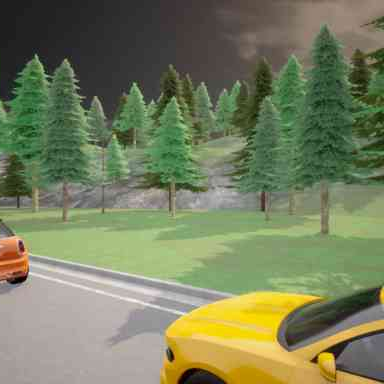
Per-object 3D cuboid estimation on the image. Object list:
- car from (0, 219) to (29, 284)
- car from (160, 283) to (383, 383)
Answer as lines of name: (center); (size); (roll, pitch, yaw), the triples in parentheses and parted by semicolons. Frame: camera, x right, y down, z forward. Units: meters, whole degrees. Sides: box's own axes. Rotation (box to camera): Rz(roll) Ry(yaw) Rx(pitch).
car: (-6.136, 1.352, 8.342); (4.553, 1.767, 2.097); (0, 0, 35)
car: (1.990, 1.478, 2.571); (5.008, 1.535, 1.882); (0, 0, 35)
